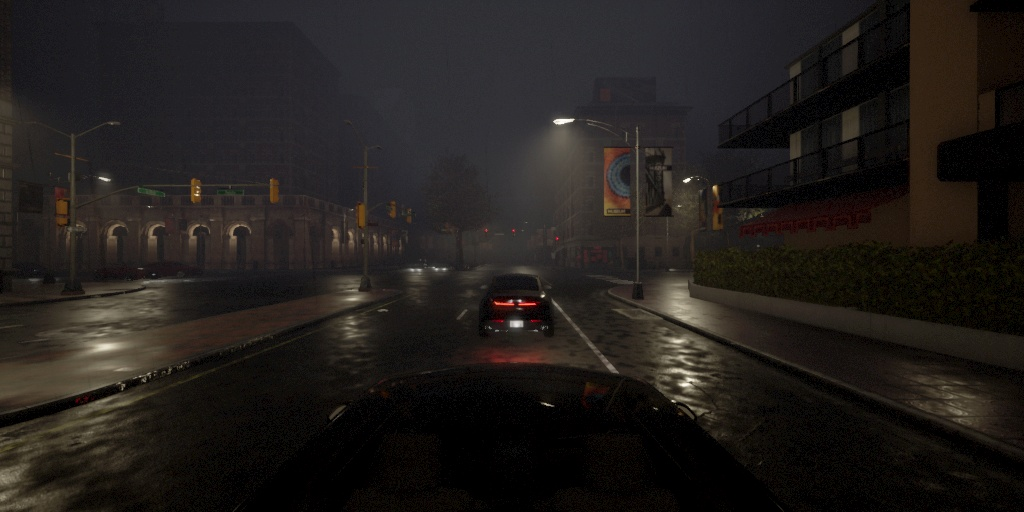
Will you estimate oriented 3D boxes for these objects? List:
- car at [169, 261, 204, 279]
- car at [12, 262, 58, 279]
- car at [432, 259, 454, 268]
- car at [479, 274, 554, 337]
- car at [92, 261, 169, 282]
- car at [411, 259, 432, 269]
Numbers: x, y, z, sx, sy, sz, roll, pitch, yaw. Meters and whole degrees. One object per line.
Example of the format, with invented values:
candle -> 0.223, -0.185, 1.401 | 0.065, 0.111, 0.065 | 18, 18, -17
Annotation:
car -> -30.856, 1.228, 32.476 | 5.008, 1.535, 1.882 | 0, 0, -1
car -> -44.194, 1.275, 32.436 | 4.674, 1.442, 1.812 | 0, 0, 0
car -> -11.302, 1.314, 58.747 | 1.994, 1.385, 4.181 | 0, 0, 0
car -> 0.117, 1.255, 10.339 | 1.837, 1.490, 4.892 | 0, 0, 0
car -> -30.914, 1.313, 28.922 | 4.181, 1.385, 1.994 | 0, 0, 0
car -> -14.808, 1.241, 57.978 | 2.128, 1.511, 4.902 | 0, 0, 0
